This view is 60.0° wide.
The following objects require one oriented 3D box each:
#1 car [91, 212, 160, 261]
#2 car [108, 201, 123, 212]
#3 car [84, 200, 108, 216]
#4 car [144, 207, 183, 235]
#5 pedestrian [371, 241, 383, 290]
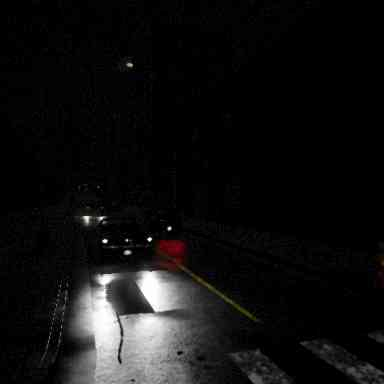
[{"bbox_3d":[-2.772,1.681,12.917,1.895,1.301,4.718,1,-1,-18],"label":"car"},{"bbox_3d":[-10.575,2.011,45.368,1.882,1.535,5.008,1,-1,-19],"label":"car"},{"bbox_3d":[-11.139,1.758,37.949,2.097,1.767,4.553,1,-1,-18],"label":"car"},{"bbox_3d":[-1.961,1.675,19.762,1.837,1.490,4.892,1,-1,-19],"label":"car"},{"bbox_3d":[4.146,1.569,7.147,0.500,1.100,0.500,0,0,-19],"label":"pedestrian"}]
